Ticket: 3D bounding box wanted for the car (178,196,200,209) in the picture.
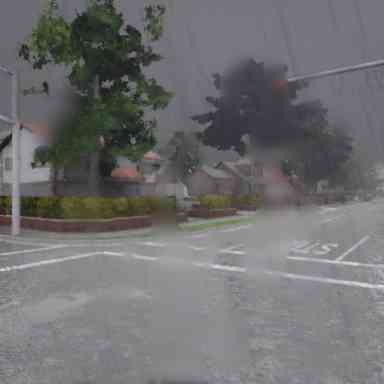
[{"bbox_3d":[-0.148,1.188,36.420,3.806,1.475,1.970,0,0,36],"label":"car"}]
